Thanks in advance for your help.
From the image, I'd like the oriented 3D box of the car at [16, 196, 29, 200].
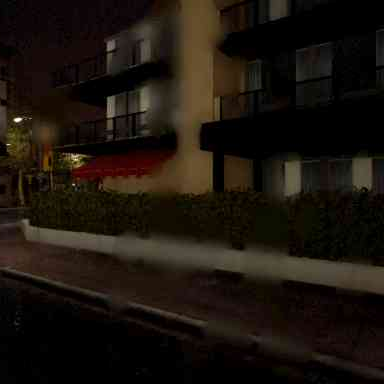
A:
[{"bbox_3d":[-36.129,1.481,67.948,4.892,1.521,2.231,0,0,36],"label":"car"}]
